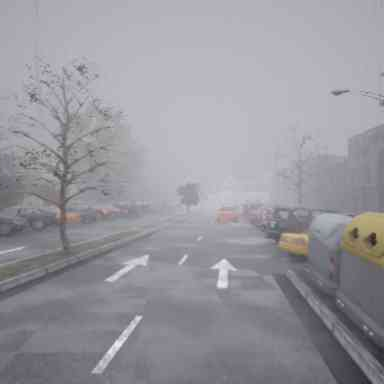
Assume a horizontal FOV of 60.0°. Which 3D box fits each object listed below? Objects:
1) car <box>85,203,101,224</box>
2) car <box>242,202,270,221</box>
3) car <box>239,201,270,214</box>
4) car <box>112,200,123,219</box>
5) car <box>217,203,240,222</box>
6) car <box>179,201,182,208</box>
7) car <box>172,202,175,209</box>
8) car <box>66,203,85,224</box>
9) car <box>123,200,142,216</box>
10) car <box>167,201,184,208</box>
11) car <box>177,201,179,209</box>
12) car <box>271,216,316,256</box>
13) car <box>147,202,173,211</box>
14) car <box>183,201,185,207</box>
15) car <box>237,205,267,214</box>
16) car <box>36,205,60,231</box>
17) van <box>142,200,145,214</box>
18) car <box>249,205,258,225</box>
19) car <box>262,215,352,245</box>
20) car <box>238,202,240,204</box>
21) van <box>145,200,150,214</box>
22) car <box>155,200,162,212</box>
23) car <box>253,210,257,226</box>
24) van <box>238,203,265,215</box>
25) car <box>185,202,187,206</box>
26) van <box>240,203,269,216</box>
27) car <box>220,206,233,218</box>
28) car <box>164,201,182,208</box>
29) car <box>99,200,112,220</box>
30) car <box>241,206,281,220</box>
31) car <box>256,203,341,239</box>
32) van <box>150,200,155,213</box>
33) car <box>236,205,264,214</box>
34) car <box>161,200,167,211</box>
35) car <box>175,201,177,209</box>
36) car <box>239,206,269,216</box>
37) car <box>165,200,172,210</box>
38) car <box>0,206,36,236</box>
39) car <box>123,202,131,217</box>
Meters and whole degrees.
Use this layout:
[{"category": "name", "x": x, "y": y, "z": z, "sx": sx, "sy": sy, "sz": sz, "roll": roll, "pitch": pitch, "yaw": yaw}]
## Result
[{"category": "car", "x": -10.535, "y": 1.882, "z": 28.335, "sx": 4.792, "sy": 1.488, "sz": 2.163, "roll": 1, "pitch": -2, "yaw": -14}, {"category": "car", "x": 8.054, "y": 2.282, "z": 31.757, "sx": 5.566, "sy": 2.045, "sz": 2.435, "roll": 3, "pitch": -1, "yaw": -14}, {"category": "car", "x": 8.680, "y": 2.445, "z": 37.736, "sx": 5.566, "sy": 2.045, "sz": 2.435, "roll": 3, "pitch": -1, "yaw": -14}, {"category": "car", "x": -9.865, "y": 1.901, "z": 34.662, "sx": 4.553, "sy": 1.767, "sz": 2.185, "roll": 2, "pitch": -1, "yaw": -14}, {"category": "car", "x": 3.940, "y": 2.400, "z": 37.370, "sx": 2.097, "sy": 1.767, "sz": 4.553, "roll": 2, "pitch": -1, "yaw": 6}, {"category": "car", "x": -5.594, "y": 3.266, "z": 79.001, "sx": 4.792, "sy": 1.488, "sz": 2.163, "roll": 1, "pitch": -1, "yaw": -16}, {"category": "car", "x": -6.680, "y": 2.839, "z": 64.298, "sx": 5.366, "sy": 1.575, "sz": 1.946, "roll": 1, "pitch": -2, "yaw": -14}, {"category": "car", "x": -11.092, "y": 1.752, "z": 24.902, "sx": 5.366, "sy": 1.575, "sz": 1.946, "roll": 1, "pitch": -1, "yaw": -14}, {"category": "car", "x": -9.308, "y": 1.936, "z": 40.572, "sx": 5.566, "sy": 2.045, "sz": 2.435, "roll": 1, "pitch": -1, "yaw": -14}, {"category": "car", "x": -4.645, "y": 3.499, "z": 93.801, "sx": 4.553, "sy": 1.767, "sz": 2.185, "roll": 1, "pitch": -1, "yaw": -17}, {"category": "car", "x": -6.029, "y": 3.079, "z": 73.109, "sx": 5.008, "sy": 1.535, "sz": 2.097, "roll": 1, "pitch": -1, "yaw": -15}, {"category": "car", "x": 6.316, "y": 2.021, "z": 13.825, "sx": 5.366, "sy": 1.575, "sz": 1.946, "roll": 3, "pitch": -2, "yaw": -14}, {"category": "car", "x": -6.567, "y": 2.919, "z": 67.201, "sx": 4.892, "sy": 1.521, "sz": 2.231, "roll": 1, "pitch": -1, "yaw": -14}, {"category": "car", "x": -5.148, "y": 3.393, "z": 84.922, "sx": 5.008, "sy": 1.535, "sz": 2.097, "roll": 1, "pitch": -1, "yaw": -16}, {"category": "car", "x": 11.647, "y": 3.437, "z": 64.715, "sx": 5.366, "sy": 1.575, "sz": 1.946, "roll": 3, "pitch": -2, "yaw": -14}, {"category": "car", "x": -11.261, "y": 1.668, "z": 21.578, "sx": 4.892, "sy": 1.521, "sz": 2.231, "roll": 1, "pitch": -1, "yaw": -14}, {"category": "van", "x": -8.861, "y": 2.047, "z": 43.571, "sx": 4.442, "sy": 1.987, "sz": 1.878, "roll": 1, "pitch": -2, "yaw": -14}, {"category": "car", "x": 7.725, "y": 2.325, "z": 28.776, "sx": 4.553, "sy": 1.767, "sz": 2.185, "roll": 3, "pitch": -2, "yaw": -14}, {"category": "car", "x": 6.782, "y": 2.243, "z": 19.781, "sx": 4.674, "sy": 1.452, "sz": 2.002, "roll": 3, "pitch": -1, "yaw": -14}, {"category": "car", "x": 9.353, "y": 2.611, "z": 43.738, "sx": 5.566, "sy": 2.045, "sz": 2.435, "roll": 3, "pitch": -2, "yaw": -14}, {"category": "van", "x": -8.558, "y": 2.128, "z": 46.531, "sx": 4.442, "sy": 1.987, "sz": 1.878, "roll": 1, "pitch": -2, "yaw": -14}, {"category": "car", "x": -7.883, "y": 2.515, "z": 52.462, "sx": 5.366, "sy": 1.575, "sz": 1.946, "roll": 2, "pitch": -2, "yaw": -14}, {"category": "car", "x": 7.112, "y": 2.288, "z": 22.788, "sx": 5.008, "sy": 1.535, "sz": 2.097, "roll": 3, "pitch": -1, "yaw": -14}, {"category": "van", "x": 11.069, "y": 3.118, "z": 61.638, "sx": 4.442, "sy": 1.987, "sz": 1.878, "roll": 3, "pitch": -1, "yaw": -14}, {"category": "car", "x": -4.996, "y": 3.540, "z": 90.777, "sx": 5.366, "sy": 1.575, "sz": 1.946, "roll": 1, "pitch": -1, "yaw": -17}, {"category": "van", "x": 10.457, "y": 2.955, "z": 55.646, "sx": 4.442, "sy": 1.987, "sz": 1.878, "roll": 3, "pitch": -1, "yaw": -14}, {"category": "car", "x": 5.102, "y": 2.867, "z": 48.856, "sx": 1.837, "sy": 1.490, "sz": 4.892, "roll": 2, "pitch": -1, "yaw": 7}, {"category": "car", "x": -5.007, "y": 3.345, "z": 87.877, "sx": 4.553, "sy": 1.767, "sz": 2.185, "roll": 1, "pitch": -2, "yaw": -16}, {"category": "car", "x": -10.236, "y": 1.818, "z": 31.695, "sx": 4.553, "sy": 1.767, "sz": 2.185, "roll": 1, "pitch": -2, "yaw": -14}, {"category": "car", "x": 9.630, "y": 2.942, "z": 46.706, "sx": 5.008, "sy": 1.535, "sz": 2.097, "roll": 3, "pitch": -1, "yaw": -14}, {"category": "car", "x": 6.496, "y": 1.862, "z": 16.803, "sx": 5.566, "sy": 2.045, "sz": 2.435, "roll": 3, "pitch": -2, "yaw": -14}, {"category": "van", "x": -8.253, "y": 2.209, "z": 49.493, "sx": 4.442, "sy": 1.987, "sz": 1.878, "roll": 1, "pitch": -2, "yaw": -14}, {"category": "car", "x": 11.767, "y": 3.511, "z": 67.660, "sx": 5.008, "sy": 1.535, "sz": 2.097, "roll": 3, "pitch": -1, "yaw": -15}, {"category": "car", "x": -7.428, "y": 2.706, "z": 58.343, "sx": 4.792, "sy": 1.488, "sz": 2.163, "roll": 1, "pitch": -2, "yaw": -14}, {"category": "car", "x": -6.266, "y": 2.874, "z": 70.166, "sx": 4.553, "sy": 1.767, "sz": 2.185, "roll": 1, "pitch": -1, "yaw": -15}, {"category": "car", "x": 10.894, "y": 3.299, "z": 58.678, "sx": 4.792, "sy": 1.488, "sz": 2.163, "roll": 3, "pitch": -2, "yaw": -14}, {"category": "car", "x": -7.174, "y": 2.505, "z": 61.288, "sx": 5.566, "sy": 2.045, "sz": 2.435, "roll": 1, "pitch": -1, "yaw": -14}, {"category": "car", "x": -11.626, "y": 1.574, "z": 18.204, "sx": 4.892, "sy": 1.521, "sz": 2.231, "roll": 1, "pitch": -2, "yaw": -14}, {"category": "car", "x": -9.595, "y": 2.147, "z": 37.616, "sx": 4.674, "sy": 1.452, "sz": 2.002, "roll": 1, "pitch": -2, "yaw": -14}]
